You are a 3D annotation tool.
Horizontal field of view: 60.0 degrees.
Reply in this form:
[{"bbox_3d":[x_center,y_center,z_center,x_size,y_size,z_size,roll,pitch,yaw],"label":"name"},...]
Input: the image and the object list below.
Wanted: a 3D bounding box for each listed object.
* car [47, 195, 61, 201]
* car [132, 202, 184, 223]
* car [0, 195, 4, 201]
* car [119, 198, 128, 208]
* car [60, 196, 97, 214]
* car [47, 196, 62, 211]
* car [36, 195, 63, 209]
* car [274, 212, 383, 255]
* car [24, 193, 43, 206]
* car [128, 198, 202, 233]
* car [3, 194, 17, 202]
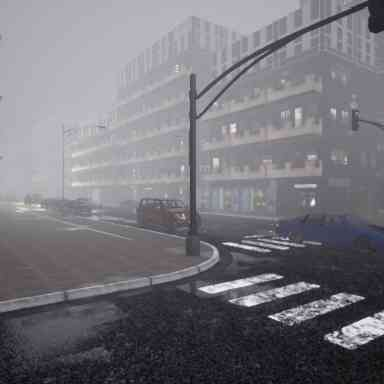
[{"bbox_3d":[-31.233,1.379,75.093,2.008,1.369,4.403,0,0,-36],"label":"car"},{"bbox_3d":[-2.754,1.531,25.784,1.895,1.301,4.718,0,0,-36],"label":"car"},{"bbox_3d":[-41.345,1.269,74.777,1.967,1.590,4.097,0,0,-36],"label":"car"},{"bbox_3d":[-8.012,1.466,42.955,1.802,1.307,4.206,0,0,-36],"label":"car"},{"bbox_3d":[-11.487,1.445,33.454,1.887,1.381,4.507,0,0,-36],"label":"car"},{"bbox_3d":[-14.805,1.451,38.047,1.947,1.339,4.313,0,0,-36],"label":"car"},{"bbox_3d":[-18.123,1.436,42.639,1.947,1.339,4.313,0,0,-36],"label":"car"},{"bbox_3d":[5.942,1.542,13.750,2.033,1.411,5.357,0,0,-36],"label":"car"},{"bbox_3d":[-24.757,1.162,51.820,2.192,1.841,5.009,0,0,-36],"label":"car"},{"bbox_3d":[-1.534,1.264,19.680,2.192,1.841,5.009,0,0,-36],"label":"car"},{"bbox_3d":[-38.027,1.412,70.186,1.802,1.307,4.206,0,0,-36],"label":"car"}]
